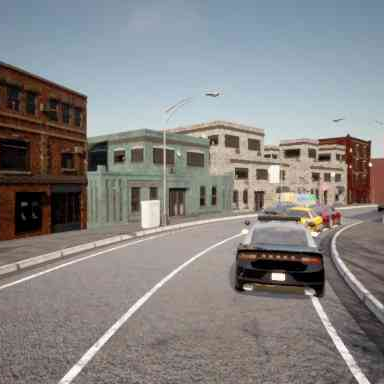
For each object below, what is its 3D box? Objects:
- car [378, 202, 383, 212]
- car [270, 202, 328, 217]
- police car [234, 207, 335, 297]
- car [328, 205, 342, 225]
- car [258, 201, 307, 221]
[{"bbox_3d":[24.019,1.683,40.135,4.181,1.385,1.994,0,1,-44],"label":"car"},{"bbox_3d":[5.783,1.471,17.631,1.801,1.575,5.366,1,0,28],"label":"car"},{"bbox_3d":[2.316,1.428,8.885,1.930,1.638,5.238,0,0,15],"label":"police car"},{"bbox_3d":[8.673,1.557,22.225,1.812,1.442,4.674,1,0,36],"label":"car"},{"bbox_3d":[7.738,1.536,28.083,2.033,1.411,5.357,1,0,39],"label":"car"}]
